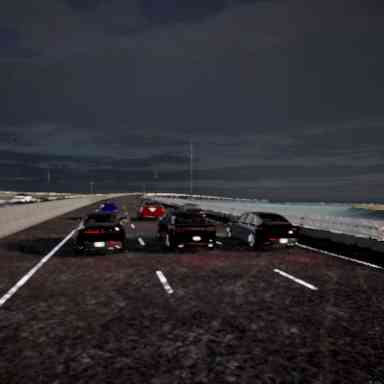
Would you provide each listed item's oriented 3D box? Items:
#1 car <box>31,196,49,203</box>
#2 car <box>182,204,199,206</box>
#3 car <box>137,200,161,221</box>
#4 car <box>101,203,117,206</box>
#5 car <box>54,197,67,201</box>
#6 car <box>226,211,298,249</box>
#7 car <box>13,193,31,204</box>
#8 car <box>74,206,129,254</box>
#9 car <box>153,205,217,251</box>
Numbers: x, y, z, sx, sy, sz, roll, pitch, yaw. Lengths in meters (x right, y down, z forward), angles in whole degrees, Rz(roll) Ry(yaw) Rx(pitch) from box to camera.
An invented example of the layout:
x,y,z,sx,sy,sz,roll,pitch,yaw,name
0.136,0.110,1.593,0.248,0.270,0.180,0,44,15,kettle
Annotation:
x,y,z,sx,sy,sz,roll,pitch,yaw,name
-29.682,1.556,65.844,2.128,1.511,4.902,1,0,-12,car
-0.227,1.755,29.733,2.033,1.411,5.357,1,0,-13,car
-3.653,1.505,29.034,2.097,1.767,4.553,1,-1,-13,car
-7.135,1.630,28.562,1.812,1.442,4.674,1,0,-13,car
-26.258,1.623,66.562,2.033,1.411,5.357,1,0,-12,car
3.069,1.663,15.477,1.837,1.490,4.892,1,0,-13,car
-33.097,1.205,65.099,2.150,2.045,5.566,1,0,-12,car
-3.746,1.558,13.879,1.837,1.490,4.892,1,0,-13,car
-0.376,1.581,14.848,1.882,1.535,5.008,1,0,-13,car
